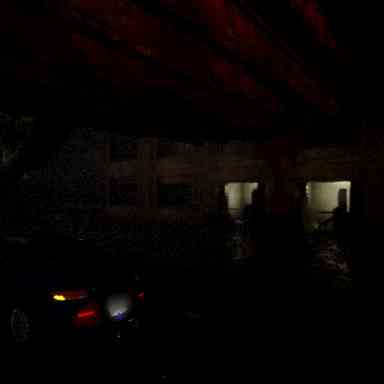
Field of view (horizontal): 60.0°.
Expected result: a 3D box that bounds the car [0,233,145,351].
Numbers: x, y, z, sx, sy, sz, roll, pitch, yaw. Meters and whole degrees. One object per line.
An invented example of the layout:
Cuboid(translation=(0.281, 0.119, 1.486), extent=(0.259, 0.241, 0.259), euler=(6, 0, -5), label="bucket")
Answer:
Cuboid(translation=(-2.911, 1.495, 6.111), extent=(4.674, 1.442, 1.812), euler=(0, 0, 36), label="car")
